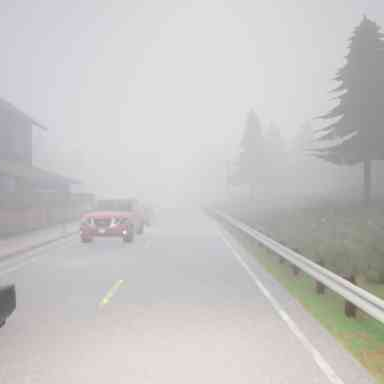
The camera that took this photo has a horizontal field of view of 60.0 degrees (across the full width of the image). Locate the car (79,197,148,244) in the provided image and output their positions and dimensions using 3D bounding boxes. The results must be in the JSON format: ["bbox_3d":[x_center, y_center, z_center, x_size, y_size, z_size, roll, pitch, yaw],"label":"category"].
[{"bbox_3d":[-3.771,1.292,16.585,2.150,2.045,5.566,0,-1,0],"label":"car"}]

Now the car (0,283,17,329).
[{"bbox_3d":[-3.619,1.624,2.922,1.895,1.301,4.718,0,0,-1],"label":"car"}]

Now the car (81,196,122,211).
[{"bbox_3d":[-11.195,1.386,41.432,4.553,1.767,2.097,0,0,3],"label":"car"}]

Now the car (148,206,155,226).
[{"bbox_3d":[-3.792,1.707,24.438,2.033,1.411,5.357,0,0,-1],"label":"car"}]
